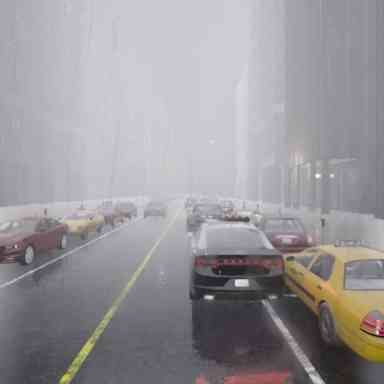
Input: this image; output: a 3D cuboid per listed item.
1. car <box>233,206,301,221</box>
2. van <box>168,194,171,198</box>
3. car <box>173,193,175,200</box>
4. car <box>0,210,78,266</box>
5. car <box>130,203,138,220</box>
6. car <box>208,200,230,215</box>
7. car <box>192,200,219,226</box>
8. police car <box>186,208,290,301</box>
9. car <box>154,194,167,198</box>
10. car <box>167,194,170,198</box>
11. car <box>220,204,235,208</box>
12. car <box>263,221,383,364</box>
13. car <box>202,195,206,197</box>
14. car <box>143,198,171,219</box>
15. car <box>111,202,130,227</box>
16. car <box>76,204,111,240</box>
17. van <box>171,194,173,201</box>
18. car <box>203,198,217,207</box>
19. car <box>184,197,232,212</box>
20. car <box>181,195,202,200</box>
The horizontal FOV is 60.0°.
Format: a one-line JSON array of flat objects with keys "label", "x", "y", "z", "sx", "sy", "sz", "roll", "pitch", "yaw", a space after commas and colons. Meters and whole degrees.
[{"label": "car", "x": 2.750, "y": 1.440, "z": 11.578, "sx": 1.967, "sy": 1.590, "sz": 4.097, "roll": 0, "pitch": 0, "yaw": 0}, {"label": "van", "x": -5.836, "y": 1.372, "z": 68.338, "sx": 1.690, "sy": 1.788, "sz": 3.998, "roll": 0, "pitch": 0, "yaw": 0}, {"label": "car", "x": -5.849, "y": 1.355, "z": 79.693, "sx": 2.192, "sy": 1.841, "sz": 5.009, "roll": 0, "pitch": 0, "yaw": 0}, {"label": "car", "x": -5.775, "y": 1.545, "z": 11.564, "sx": 1.887, "sy": 1.381, "sz": 4.507, "roll": 0, "pitch": 0, "yaw": 0}, {"label": "car", "x": -5.794, "y": 1.572, "z": 28.596, "sx": 1.947, "sy": 1.339, "sz": 4.313, "roll": 0, "pitch": 0, "yaw": 0}, {"label": "car", "x": 2.725, "y": 1.575, "z": 34.288, "sx": 1.947, "sy": 1.339, "sz": 4.313, "roll": 0, "pitch": 0, "yaw": 0}, {"label": "car", "x": 0.873, "y": 1.460, "z": 24.617, "sx": 1.801, "sy": 1.575, "sz": 5.366, "roll": 0, "pitch": 0, "yaw": 0}, {"label": "police car", "x": 0.891, "y": 1.425, "z": 8.537, "sx": 1.930, "sy": 1.638, "sz": 5.238, "roll": 0, "pitch": 0, "yaw": 0}, {"label": "car", "x": -5.824, "y": 1.464, "z": 56.983, "sx": 1.967, "sy": 1.590, "sz": 4.097, "roll": 0, "pitch": 0, "yaw": 0}, {"label": "car", "x": -5.830, "y": 1.578, "z": 62.660, "sx": 2.008, "sy": 1.369, "sz": 4.403, "roll": 0, "pitch": 0, "yaw": 0}, {"label": "car", "x": 2.743, "y": 1.546, "z": 17.255, "sx": 1.887, "sy": 1.381, "sz": 4.507, "roll": 0, "pitch": 0, "yaw": 0}, {"label": "car", "x": 2.756, "y": 1.525, "z": 6.070, "sx": 1.752, "sy": 1.417, "sz": 4.829, "roll": 0, "pitch": 0, "yaw": 0}, {"label": "car", "x": 2.713, "y": 1.456, "z": 45.642, "sx": 1.967, "sy": 1.590, "sz": 4.097, "roll": 0, "pitch": 0, "yaw": 0}, {"label": "car", "x": -3.126, "y": 1.511, "z": 29.348, "sx": 1.837, "sy": 1.490, "sz": 4.892, "roll": 0, "pitch": 0, "yaw": 0}, {"label": "car", "x": -5.787, "y": 1.548, "z": 22.918, "sx": 1.887, "sy": 1.381, "sz": 4.507, "roll": 0, "pitch": 0, "yaw": 0}, {"label": "car", "x": -5.781, "y": 1.527, "z": 17.071, "sx": 1.752, "sy": 1.417, "sz": 4.829, "roll": 0, "pitch": 0, "yaw": 0}, {"label": "van", "x": -5.843, "y": 1.377, "z": 74.016, "sx": 1.690, "sy": 1.788, "sz": 3.998, "roll": 0, "pitch": 0, "yaw": 0}, {"label": "car", "x": 2.707, "y": 1.586, "z": 51.320, "sx": 1.947, "sy": 1.339, "sz": 4.313, "roll": 0, "pitch": 0, "yaw": 0}, {"label": "car", "x": 0.746, "y": 1.354, "z": 18.382, "sx": 2.097, "sy": 1.767, "sz": 4.553, "roll": 0, "pitch": 0, "yaw": -1}, {"label": "car", "x": -0.031, "y": 1.508, "z": 45.243, "sx": 2.128, "sy": 1.511, "sz": 4.902, "roll": 0, "pitch": 0, "yaw": 0}]
